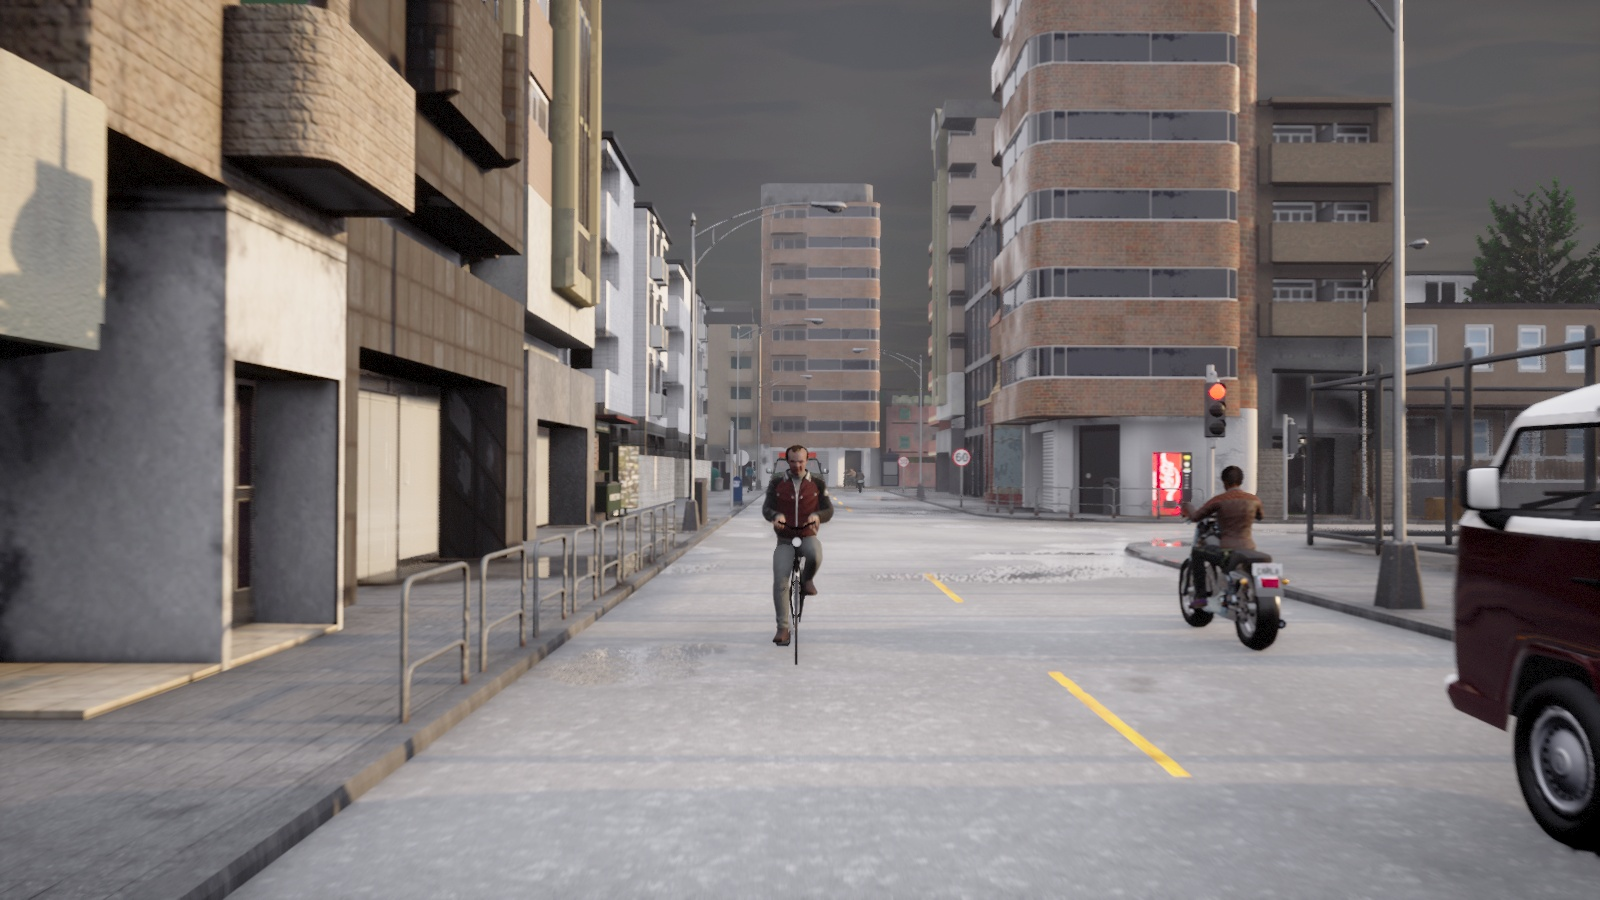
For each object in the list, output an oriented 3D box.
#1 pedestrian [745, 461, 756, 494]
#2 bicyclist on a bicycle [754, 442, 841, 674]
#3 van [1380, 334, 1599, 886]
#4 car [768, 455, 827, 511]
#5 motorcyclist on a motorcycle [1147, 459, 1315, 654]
[{"bbox_3d":[-2.969,1.650,74.951,0.396,1.930,0.692,0,-1,-25],"label":"pedestrian"},{"bbox_3d":[-0.021,0.840,10.562,0.659,1.776,1.843,0,-1,0],"label":"bicyclist on a bicycle"},{"bbox_3d":[3.989,0.581,4.127,2.069,2.038,4.480,0,-1,0],"label":"van"},{"bbox_3d":[-0.100,1.261,48.988,2.150,2.045,5.566,0,-1,0],"label":"car"},{"bbox_3d":[3.973,0.922,11.807,0.766,1.649,2.350,0,-1,0],"label":"motorcyclist on a motorcycle"}]
